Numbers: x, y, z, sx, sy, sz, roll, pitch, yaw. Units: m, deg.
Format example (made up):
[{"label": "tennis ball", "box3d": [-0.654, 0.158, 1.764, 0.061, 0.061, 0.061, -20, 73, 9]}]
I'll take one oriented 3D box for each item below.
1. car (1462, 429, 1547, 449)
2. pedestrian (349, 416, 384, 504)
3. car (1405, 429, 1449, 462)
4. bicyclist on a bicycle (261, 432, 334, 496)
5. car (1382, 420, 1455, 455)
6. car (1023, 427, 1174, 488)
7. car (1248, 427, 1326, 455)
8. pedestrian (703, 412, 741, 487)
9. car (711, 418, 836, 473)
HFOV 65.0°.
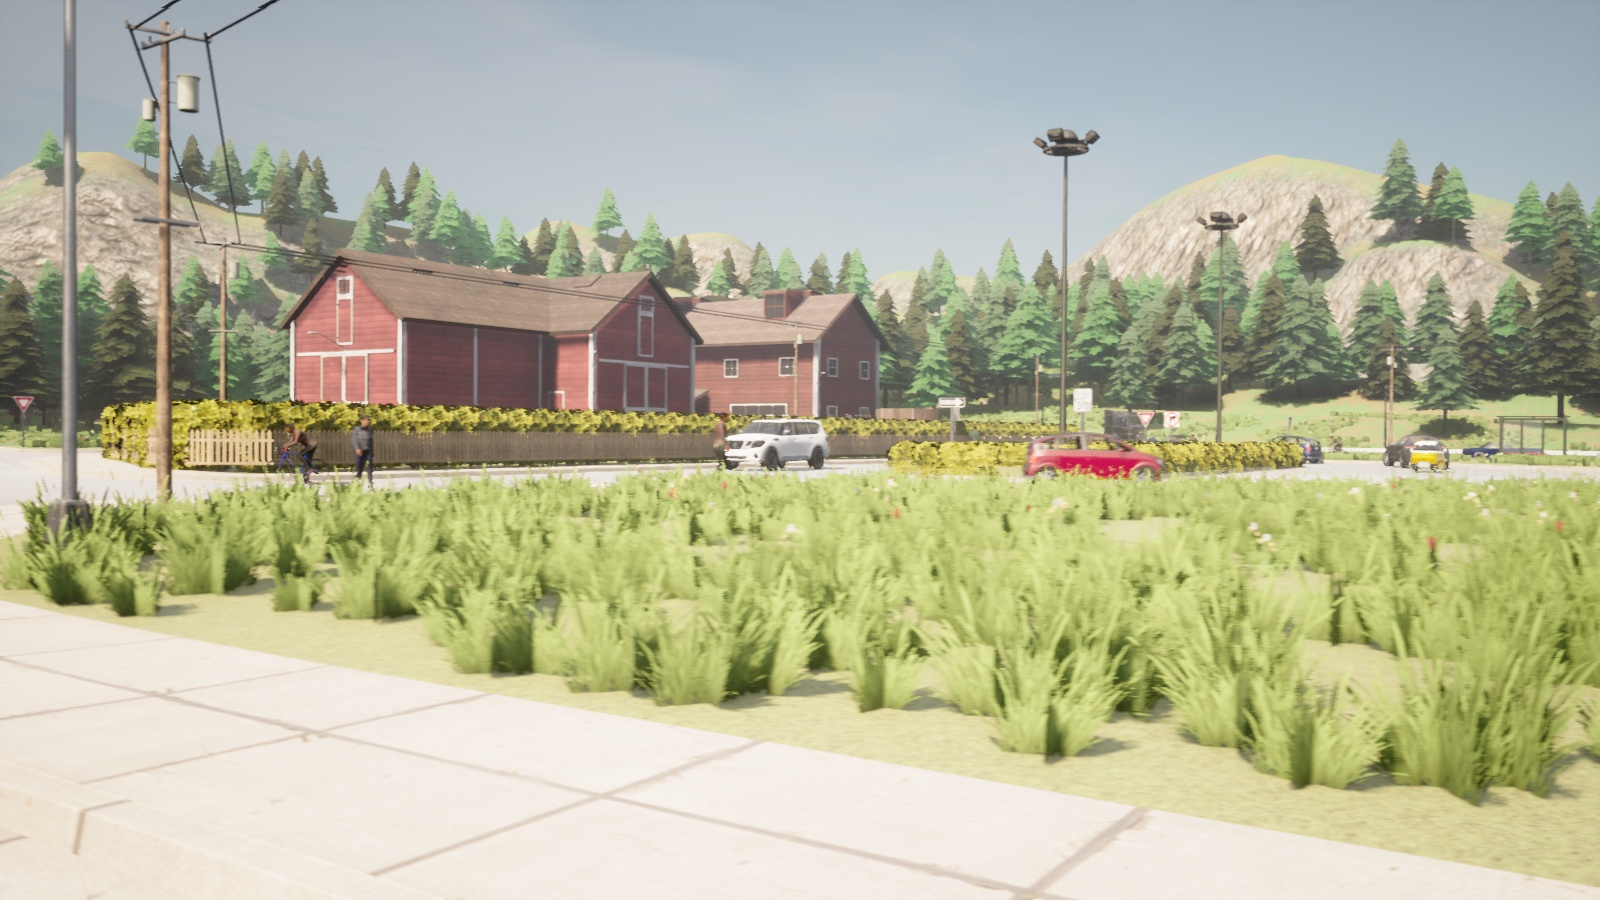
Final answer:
[{"label": "car", "box3d": [45.915, -0.703, 81.864, 4.718, 1.301, 1.895, 0, 1, 34]}, {"label": "pedestrian", "box3d": [-9.797, 0.218, 28.378, 0.788, 1.949, 0.423, 0, 1, 45]}, {"label": "car", "box3d": [27.262, -0.206, 54.568, 1.481, 1.376, 2.207, 0, 1, 33]}, {"label": "bicyclist on a bicycle", "box3d": [-13.086, 0.355, 32.733, 1.656, 1.620, 0.582, -1, 1, -35]}, {"label": "car", "box3d": [30.813, -0.626, 62.712, 2.152, 1.651, 5.027, 0, 1, 13]}, {"label": "car", "box3d": [7.916, 0.180, 33.548, 3.705, 1.549, 1.789, -1, 1, 5]}, {"label": "car", "box3d": [27.464, -0.507, 70.872, 1.789, 1.549, 3.705, -1, 1, -42]}, {"label": "pedestrian", "box3d": [-1.898, -0.015, 30.649, 0.869, 1.805, 0.328, -1, 1, -12]}, {"label": "car", "box3d": [-0.964, -0.219, 49.608, 2.150, 2.045, 5.566, 0, 1, 34]}]
